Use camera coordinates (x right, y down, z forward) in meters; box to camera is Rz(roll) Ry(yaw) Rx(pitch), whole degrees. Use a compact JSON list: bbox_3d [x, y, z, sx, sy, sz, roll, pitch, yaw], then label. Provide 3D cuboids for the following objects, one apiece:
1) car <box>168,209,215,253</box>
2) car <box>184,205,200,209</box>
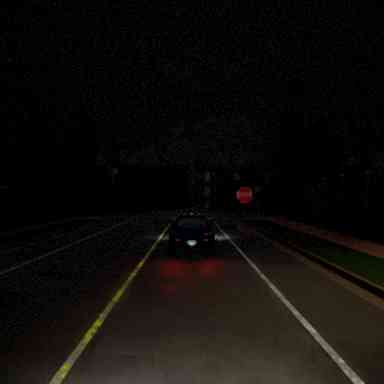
[{"bbox_3d":[-0.001,1.689,14.389,1.812,1.442,4.674,0,0,0],"label":"car"},{"bbox_3d":[-0.006,1.876,28.987,2.033,1.411,5.357,0,-1,0],"label":"car"}]
